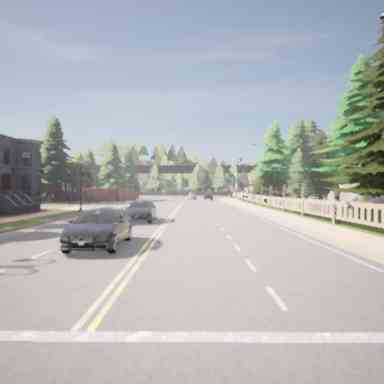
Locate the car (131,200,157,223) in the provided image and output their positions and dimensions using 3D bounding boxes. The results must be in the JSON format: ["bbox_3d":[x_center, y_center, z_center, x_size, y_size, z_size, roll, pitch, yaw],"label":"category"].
[{"bbox_3d":[-3.566,1.343,23.566,1.837,1.490,4.892,0,0,0],"label":"car"}]

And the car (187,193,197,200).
[{"bbox_3d":[0.002,0.958,71.031,1.812,1.442,4.674,0,0,0],"label":"car"}]

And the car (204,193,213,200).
[{"bbox_3d":[3.502,0.934,71.031,1.837,1.490,4.892,0,0,0],"label":"car"}]

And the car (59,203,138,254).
[{"bbox_3d":[-3.595,1.414,13.197,1.837,1.490,4.892,0,0,0],"label":"car"}]
